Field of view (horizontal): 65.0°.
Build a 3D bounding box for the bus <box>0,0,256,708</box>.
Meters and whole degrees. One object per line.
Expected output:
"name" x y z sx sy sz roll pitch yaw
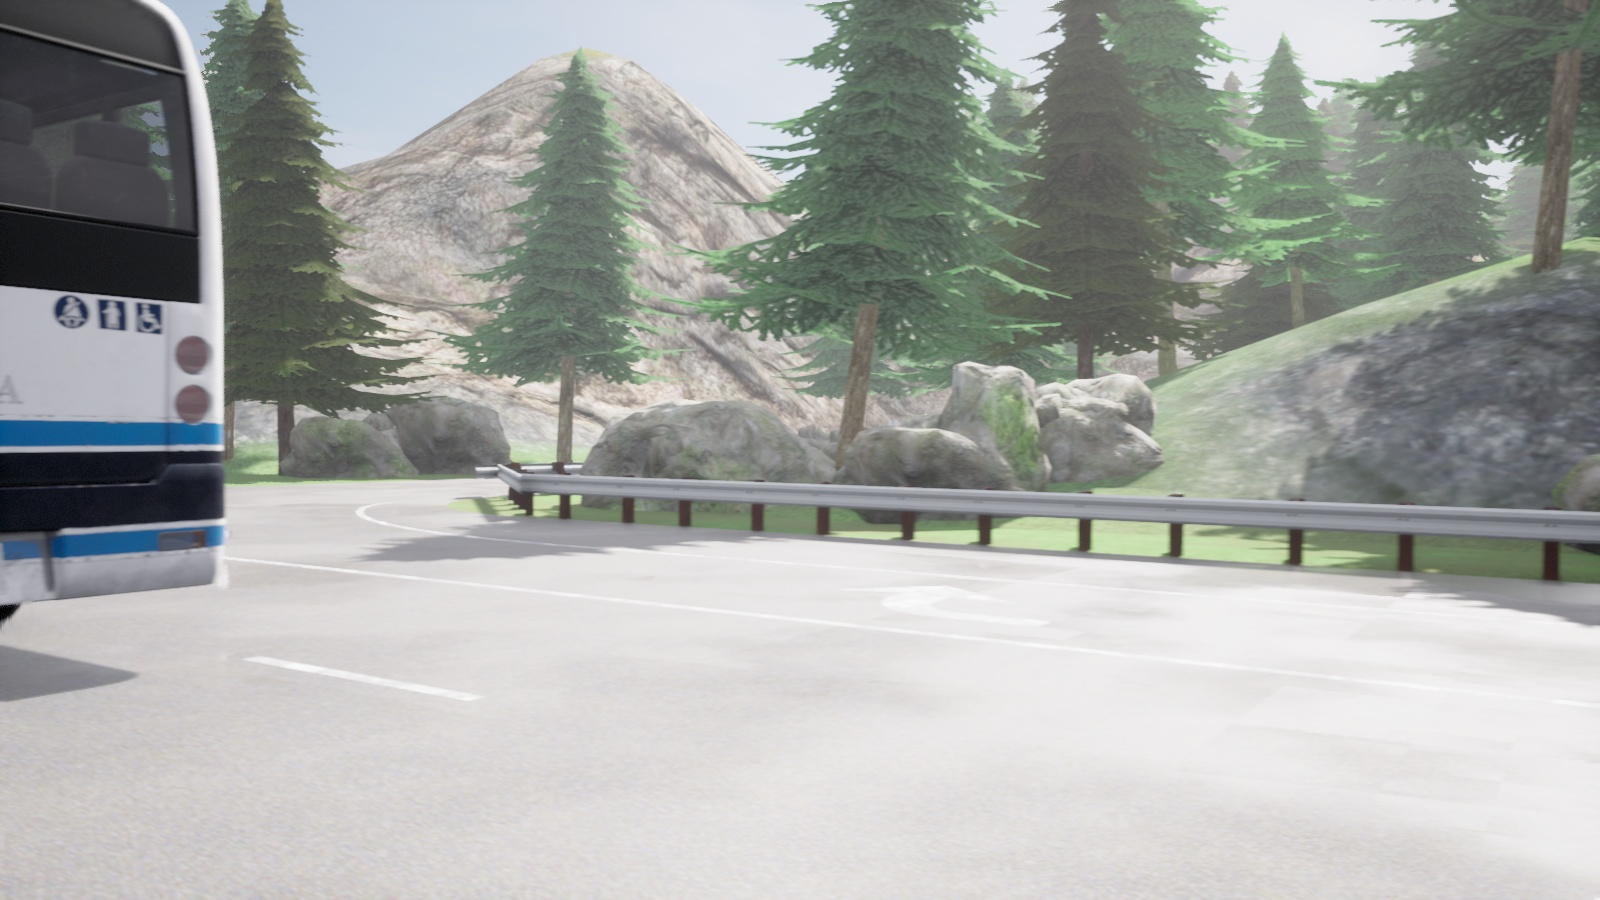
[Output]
"bus" -9.027 -0.694 9.584 10.273 4.253 3.944 0 1 34
